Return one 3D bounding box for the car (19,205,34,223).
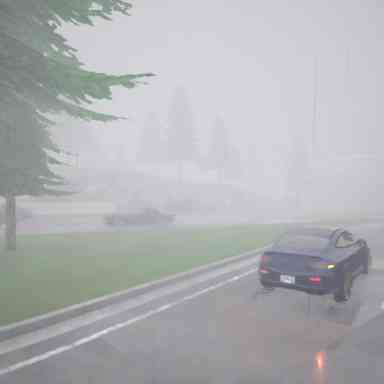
[{"bbox_3d":[-14.507,1.610,25.028,4.674,1.442,1.812,0,0,-26],"label":"car"}]

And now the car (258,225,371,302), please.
[{"bbox_3d":[3.255,1.582,8.475,1.812,1.442,4.674,0,0,36],"label":"car"}]

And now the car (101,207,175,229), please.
[{"bbox_3d":[-3.624,1.708,22.376,4.718,1.301,1.895,0,0,-25],"label":"car"}]

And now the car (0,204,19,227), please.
[{"bbox_3d":[-13.955,1.593,21.372,4.674,1.442,1.812,0,0,-28],"label":"car"}]
